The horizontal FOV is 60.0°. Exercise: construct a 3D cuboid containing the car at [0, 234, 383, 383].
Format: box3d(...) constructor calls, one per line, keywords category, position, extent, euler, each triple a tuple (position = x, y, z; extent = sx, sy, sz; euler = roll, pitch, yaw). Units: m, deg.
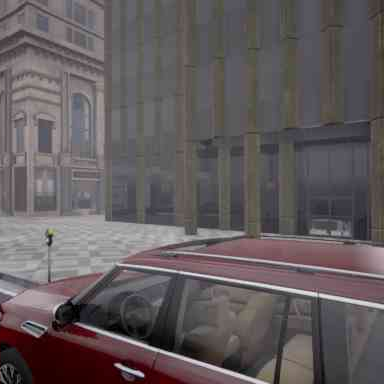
box3d(category="car", position=(0.246, 1.315, 2.798), extent=(5.009, 1.841, 2.192), euler=(0, 0, 36))
